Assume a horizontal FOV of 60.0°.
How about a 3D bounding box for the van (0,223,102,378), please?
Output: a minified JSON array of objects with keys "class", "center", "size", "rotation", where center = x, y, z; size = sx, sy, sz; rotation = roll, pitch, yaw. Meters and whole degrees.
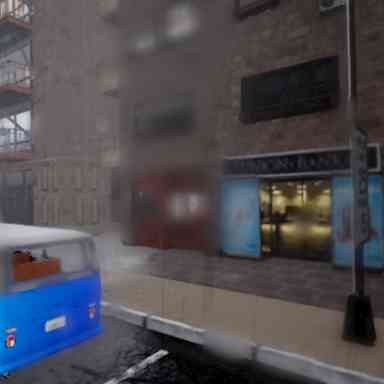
[{"class":"van","center":[-3.176,1.392,5.156],"size":[3.998,1.788,1.690],"rotation":[-1,-1,36]}]
